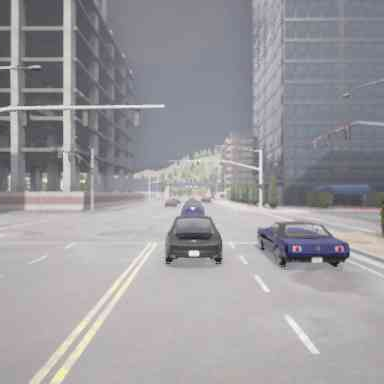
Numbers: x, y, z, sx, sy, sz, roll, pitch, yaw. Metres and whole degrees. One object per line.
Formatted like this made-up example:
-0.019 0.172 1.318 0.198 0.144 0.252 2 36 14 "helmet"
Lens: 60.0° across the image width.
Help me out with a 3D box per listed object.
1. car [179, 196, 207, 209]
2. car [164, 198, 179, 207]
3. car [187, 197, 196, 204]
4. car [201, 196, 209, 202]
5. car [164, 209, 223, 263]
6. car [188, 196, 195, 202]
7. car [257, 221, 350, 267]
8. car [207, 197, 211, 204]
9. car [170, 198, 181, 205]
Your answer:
0.087 1.537 32.057 2.097 1.767 4.553 0 0 0 "car"
-3.572 1.888 56.104 1.994 1.385 4.181 0 0 0 "car"
-0.024 1.993 78.703 2.033 1.411 5.357 0 0 0 "car"
3.473 1.890 89.358 1.882 1.535 5.008 0 0 0 "car"
0.040 1.576 12.191 1.837 1.490 4.892 0 0 -1 "car"
-0.027 1.936 89.356 1.812 1.442 4.674 0 0 0 "car"
3.591 1.670 11.724 1.895 1.301 4.718 0 0 0 "car"
3.476 1.933 79.022 1.882 1.535 5.008 0 0 0 "car"
-3.521 1.962 71.082 1.994 1.385 4.181 0 0 0 "car"
